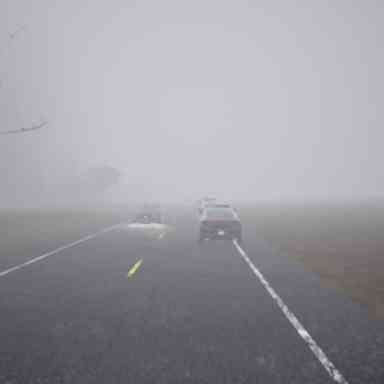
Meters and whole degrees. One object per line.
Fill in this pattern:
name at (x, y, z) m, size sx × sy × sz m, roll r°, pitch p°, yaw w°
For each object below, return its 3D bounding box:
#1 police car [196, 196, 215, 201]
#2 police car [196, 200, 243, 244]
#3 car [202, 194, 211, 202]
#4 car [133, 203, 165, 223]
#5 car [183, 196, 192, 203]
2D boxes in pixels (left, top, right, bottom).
police car at (1.477, 1.401, 25.800) m, size 1.930 × 1.638 × 5.238 m, roll 0°, pitch 0°, yaw 2°
police car at (1.217, 1.411, 15.837) m, size 1.930 × 1.638 × 5.238 m, roll 0°, pitch 0°, yaw 1°
car at (3.187, 1.280, 72.404) m, size 1.812 × 1.442 × 4.674 m, roll 0°, pitch 0°, yaw 5°
car at (-3.169, 1.539, 25.213) m, size 1.994 × 1.385 × 4.181 m, roll 0°, pitch 0°, yaw 2°
car at (-0.785, 1.441, 66.489) m, size 1.812 × 1.442 × 4.674 m, roll 0°, pitch 0°, yaw 5°
